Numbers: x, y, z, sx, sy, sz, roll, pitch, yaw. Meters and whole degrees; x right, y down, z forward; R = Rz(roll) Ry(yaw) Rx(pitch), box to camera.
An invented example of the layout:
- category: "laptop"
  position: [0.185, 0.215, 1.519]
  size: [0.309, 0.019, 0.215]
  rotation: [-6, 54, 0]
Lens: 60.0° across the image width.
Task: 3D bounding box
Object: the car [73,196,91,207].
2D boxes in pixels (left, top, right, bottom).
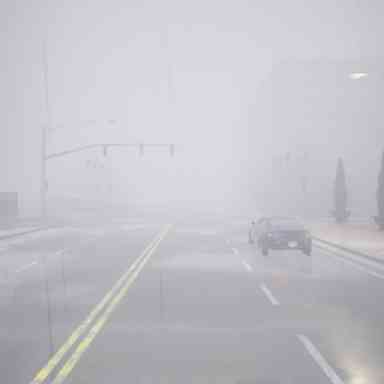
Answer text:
- category: "car"
  position: [-26.651, 2.262, 80.730]
  size: [1.970, 1.475, 3.806]
  rotation: [0, -1, 0]

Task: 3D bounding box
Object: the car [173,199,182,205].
- category: "car"
  position: [-3.442, 2.332, 79.685]
  size: [1.882, 1.535, 5.008]
  rotation: [0, -1, 0]

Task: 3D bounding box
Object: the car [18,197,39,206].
- category: "car"
  position: [-32.484, 2.101, 65.654]
  size: [1.970, 1.475, 3.806]
  rotation: [0, -1, 0]

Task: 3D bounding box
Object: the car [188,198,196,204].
- category: "car"
  position: [0.063, 2.451, 86.722]
  size: [1.812, 1.442, 4.674]
  rotation: [0, -1, 0]

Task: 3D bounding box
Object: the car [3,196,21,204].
- category: "car"
  position: [-43.549, 2.020, 80.715]
  size: [1.932, 1.855, 4.605]
  rotation: [0, -1, 0]

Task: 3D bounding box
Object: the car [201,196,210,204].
- category: "car"
  position: [3.563, 2.151, 86.489]
  size: [2.150, 2.045, 5.566]
  rotation: [0, -1, 0]

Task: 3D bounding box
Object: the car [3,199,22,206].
- category: "car"
  position: [-35.379, 2.069, 65.667]
  size: [1.784, 1.438, 3.905]
  rotation: [0, -1, 0]

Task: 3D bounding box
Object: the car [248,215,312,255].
- category: "car"
  position: [3.532, 1.675, 13.889]
  size: [1.812, 1.442, 4.674]
  rotation: [0, 0, 1]
